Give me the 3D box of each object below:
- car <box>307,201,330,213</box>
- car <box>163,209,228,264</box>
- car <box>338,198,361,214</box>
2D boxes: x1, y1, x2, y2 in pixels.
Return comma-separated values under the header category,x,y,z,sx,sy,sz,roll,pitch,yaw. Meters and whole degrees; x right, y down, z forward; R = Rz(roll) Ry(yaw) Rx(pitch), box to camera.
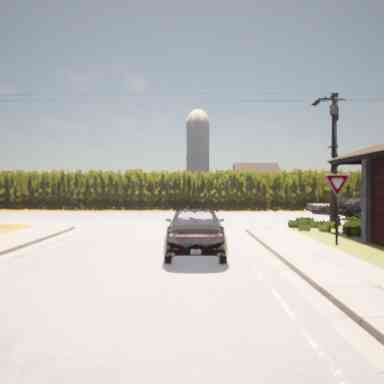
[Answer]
category,x,y,z,sx,sy,sz,roll,pitch,yaw
car,11.946,1.222,27.445,4.718,1.301,1.895,0,1,1
car,0.100,1.325,11.093,2.128,1.511,4.902,0,1,0
car,12.907,1.184,23.513,4.892,1.490,1.837,0,1,-2
